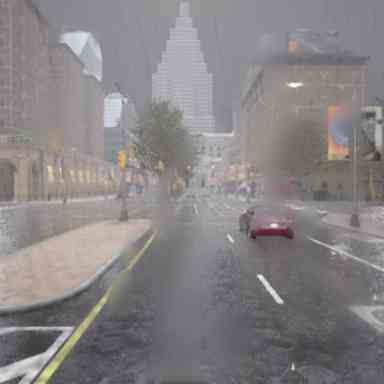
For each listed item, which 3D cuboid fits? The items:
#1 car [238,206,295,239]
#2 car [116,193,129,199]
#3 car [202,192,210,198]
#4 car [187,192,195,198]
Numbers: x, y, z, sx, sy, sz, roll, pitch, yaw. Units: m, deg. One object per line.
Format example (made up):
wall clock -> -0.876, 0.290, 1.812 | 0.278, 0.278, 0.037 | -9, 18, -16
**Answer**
car -> 3.455, 1.364, 16.028 | 1.994, 1.385, 4.181 | 0, 1, 0
car -> -14.970, 0.782, 71.857 | 1.895, 1.301, 4.718 | 0, 1, 0
car -> 3.258, 0.555, 78.681 | 1.895, 1.301, 4.718 | 0, 1, 0
car -> -0.242, 0.564, 78.670 | 1.895, 1.301, 4.718 | 0, 1, 0
